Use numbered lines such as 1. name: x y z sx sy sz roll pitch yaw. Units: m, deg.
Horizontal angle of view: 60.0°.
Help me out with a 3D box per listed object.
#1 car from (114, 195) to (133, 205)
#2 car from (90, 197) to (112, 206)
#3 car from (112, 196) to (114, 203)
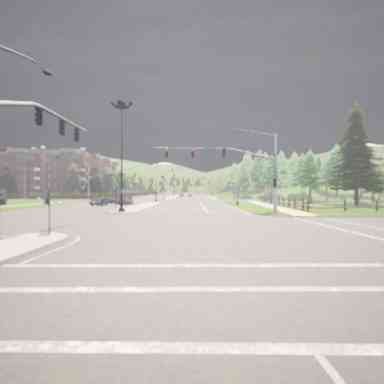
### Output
1. car: -11.612 1.364 57.791 2.097 1.767 4.553 0 0 0
2. car: -15.042 1.504 53.698 2.128 1.511 4.902 0 0 0
3. car: -15.071 1.561 64.083 2.033 1.411 5.357 0 0 0
